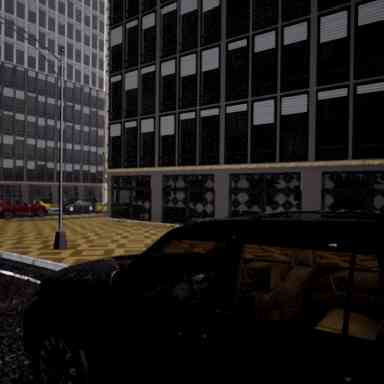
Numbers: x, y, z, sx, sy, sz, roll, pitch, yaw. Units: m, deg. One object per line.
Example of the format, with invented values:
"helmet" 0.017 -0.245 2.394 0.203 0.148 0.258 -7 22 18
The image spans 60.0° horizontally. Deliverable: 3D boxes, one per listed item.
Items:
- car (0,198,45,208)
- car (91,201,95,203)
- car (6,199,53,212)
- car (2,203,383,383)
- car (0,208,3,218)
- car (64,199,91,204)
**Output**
"car" -16.161 1.516 31.071 2.192 1.841 5.009 1 0 37
"car" -9.337 1.827 40.263 1.752 1.417 4.829 1 0 37
"car" -19.632 1.639 40.456 1.752 1.417 4.829 1 0 37
"car" 0.666 1.221 3.208 5.566 2.045 2.150 0 0 36
"car" -7.318 1.347 8.929 4.553 1.767 2.097 0 0 36
"car" -14.697 1.702 42.739 1.837 1.490 4.892 1 0 37
